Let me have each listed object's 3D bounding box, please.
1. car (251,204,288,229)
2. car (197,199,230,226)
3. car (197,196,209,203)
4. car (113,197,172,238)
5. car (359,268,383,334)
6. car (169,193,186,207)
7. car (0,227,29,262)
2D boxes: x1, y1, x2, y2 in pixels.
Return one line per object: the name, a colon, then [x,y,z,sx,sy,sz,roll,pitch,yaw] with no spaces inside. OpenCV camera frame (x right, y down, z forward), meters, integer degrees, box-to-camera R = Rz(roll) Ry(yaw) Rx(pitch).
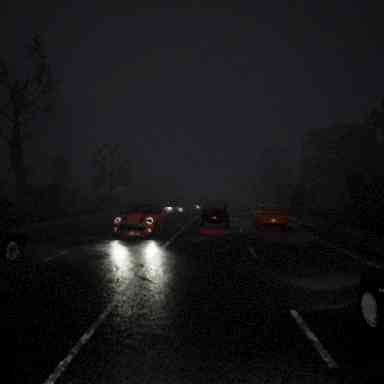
car: [4.997,1.499,21.879,1.882,1.535,5.008,0,0,5]
car: [1.664,1.491,23.646,1.882,1.535,5.008,0,0,6]
car: [1.978,1.504,59.681,1.882,1.535,5.008,0,0,7]
car: [-2.621,1.353,17.743,2.097,1.767,4.553,0,0,5]
car: [3.757,1.487,3.739,1.882,1.535,5.008,0,0,1]
car: [-2.342,1.235,52.774,2.150,2.045,5.566,0,0,7]
car: [-6.738,1.590,9.402,1.895,1.301,4.718,0,0,3]
